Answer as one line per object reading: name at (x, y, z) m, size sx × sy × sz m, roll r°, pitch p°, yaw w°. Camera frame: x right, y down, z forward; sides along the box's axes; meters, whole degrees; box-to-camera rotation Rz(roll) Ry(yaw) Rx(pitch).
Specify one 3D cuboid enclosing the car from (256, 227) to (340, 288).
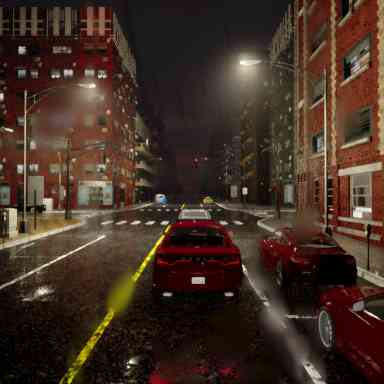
car at (2.853, 1.584, 8.924) m, size 1.802 × 1.307 × 4.206 m, roll 1°, pitch 0°, yaw 0°

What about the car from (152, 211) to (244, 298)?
car at (0.113, 1.480, 8.606) m, size 1.882 × 1.535 × 5.008 m, roll 0°, pitch 0°, yaw 0°

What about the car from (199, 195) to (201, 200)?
car at (2.841, 1.572, 80.787) m, size 1.887 × 1.381 × 4.507 m, roll 1°, pitch 0°, yaw 0°

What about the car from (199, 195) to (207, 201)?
car at (2.851, 1.597, 86.439) m, size 1.947 × 1.339 × 4.313 m, roll 1°, pitch 0°, yaw 0°

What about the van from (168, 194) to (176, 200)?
van at (-5.516, 1.375, 92.145) m, size 1.690 × 1.788 × 3.998 m, roll 1°, pitch 0°, yaw 0°

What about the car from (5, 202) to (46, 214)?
car at (-18.646, 1.730, 37.343) m, size 4.313 × 1.339 × 1.947 m, roll 0°, pitch -1°, yaw 0°

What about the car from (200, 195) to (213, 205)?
car at (2.802, 1.543, 58.347) m, size 1.752 × 1.417 × 4.829 m, roll 1°, pitch 0°, yaw 0°

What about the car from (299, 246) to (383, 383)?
car at (2.673, 1.583, 3.268) m, size 1.802 × 1.307 × 4.206 m, roll 1°, pitch 0°, yaw 0°

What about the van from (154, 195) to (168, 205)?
van at (-5.575, 1.359, 58.231) m, size 1.690 × 1.788 × 3.998 m, roll 1°, pitch 0°, yaw 0°

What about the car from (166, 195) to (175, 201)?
car at (-5.529, 1.582, 86.492) m, size 2.008 × 1.369 × 4.403 m, roll 1°, pitch 0°, yaw 0°

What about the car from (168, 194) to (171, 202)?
car at (-5.569, 1.602, 63.883) m, size 1.802 × 1.307 × 4.206 m, roll 1°, pitch 0°, yaw 0°

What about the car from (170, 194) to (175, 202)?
car at (-5.549, 1.607, 75.187) m, size 1.802 × 1.307 × 4.206 m, roll 1°, pitch 0°, yaw 0°
